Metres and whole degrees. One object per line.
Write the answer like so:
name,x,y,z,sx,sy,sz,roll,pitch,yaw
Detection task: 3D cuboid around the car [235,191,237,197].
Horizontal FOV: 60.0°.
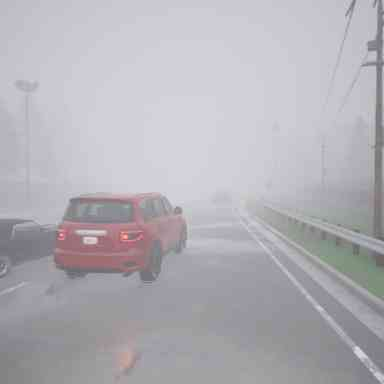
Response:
car,7.695,0.263,64.318,2.033,1.411,5.357,0,1,10

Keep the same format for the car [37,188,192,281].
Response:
car,-1.632,1.030,9.466,2.150,2.045,5.566,0,1,10

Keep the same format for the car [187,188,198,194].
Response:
car,0.134,-0.301,83.078,2.128,1.511,4.902,0,1,10

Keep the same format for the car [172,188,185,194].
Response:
car,-3.316,-0.298,83.665,2.033,1.411,5.357,0,1,10

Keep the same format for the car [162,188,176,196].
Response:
car,-5.063,0.004,73.397,1.882,1.535,5.008,0,1,10

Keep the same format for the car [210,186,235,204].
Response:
car,3.897,0.515,41.870,2.097,1.767,4.553,0,1,9

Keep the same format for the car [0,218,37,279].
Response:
car,-5.184,1.409,9.465,1.895,1.301,4.718,0,1,10

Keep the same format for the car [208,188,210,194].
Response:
car,5.293,-0.214,71.662,2.150,2.045,5.566,0,1,10

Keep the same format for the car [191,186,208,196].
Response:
car,1.843,-0.225,72.248,2.150,2.045,5.566,0,1,10

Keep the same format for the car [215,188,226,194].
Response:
car,7.035,-0.277,81.905,2.128,1.511,4.902,0,1,10

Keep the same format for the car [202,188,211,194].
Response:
car,3.584,-0.290,82.492,1.812,1.442,4.674,0,1,10
